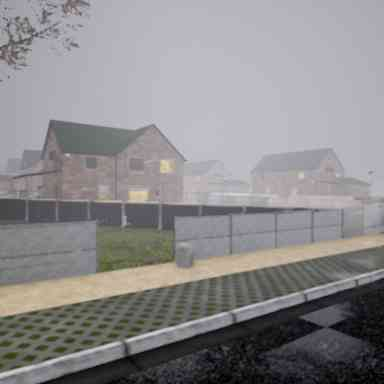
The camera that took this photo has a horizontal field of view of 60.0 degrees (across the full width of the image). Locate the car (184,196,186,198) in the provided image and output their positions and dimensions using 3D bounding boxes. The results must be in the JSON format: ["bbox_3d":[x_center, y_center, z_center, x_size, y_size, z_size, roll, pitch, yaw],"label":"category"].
[{"bbox_3d":[-2.253,0.901,52.989,1.994,1.385,4.181,1,0,-35],"label":"car"}]
